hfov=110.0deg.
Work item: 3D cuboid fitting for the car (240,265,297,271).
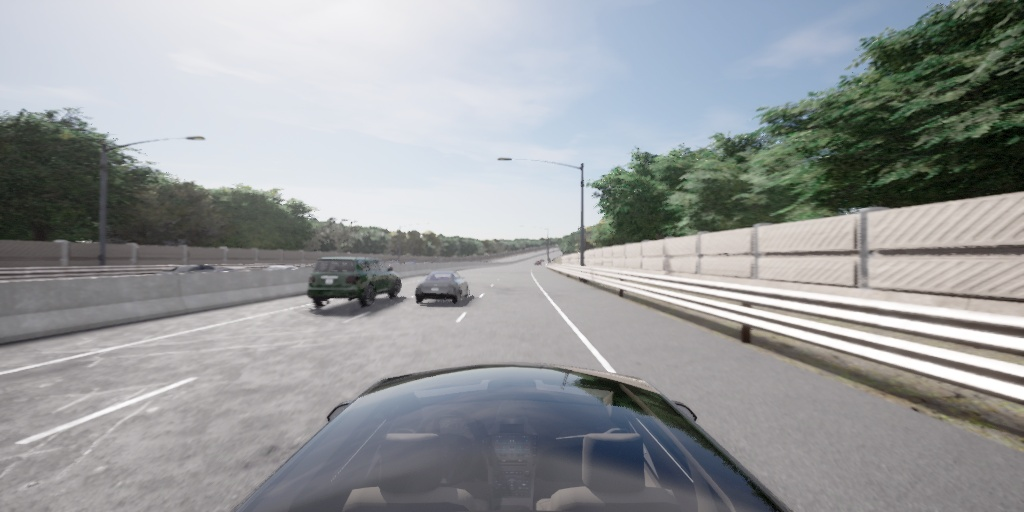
[{"bbox_3d":[-17.323,1.437,26.685,1.812,1.442,4.674,0,-1,1],"label":"car"}]

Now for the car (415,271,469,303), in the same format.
[{"bbox_3d":[-3.287,1.424,17.467,1.994,1.385,4.181,0,0,1],"label":"car"}]

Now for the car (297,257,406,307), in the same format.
[{"bbox_3d":[-6.809,1.064,16.106,2.150,2.045,5.566,0,0,1],"label":"car"}]

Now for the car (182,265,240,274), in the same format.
[{"bbox_3d":[-20.835,1.501,26.271,1.895,1.301,4.718,0,-1,1],"label":"car"}]

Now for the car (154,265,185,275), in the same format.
[{"bbox_3d":[-24.309,1.405,27.115,1.837,1.490,4.892,0,-1,1],"label":"car"}]
